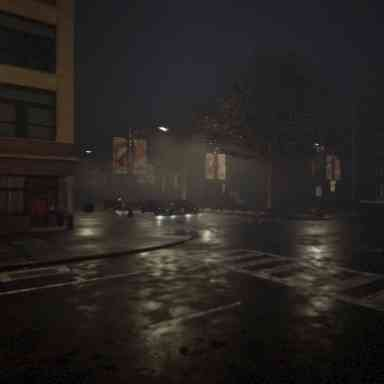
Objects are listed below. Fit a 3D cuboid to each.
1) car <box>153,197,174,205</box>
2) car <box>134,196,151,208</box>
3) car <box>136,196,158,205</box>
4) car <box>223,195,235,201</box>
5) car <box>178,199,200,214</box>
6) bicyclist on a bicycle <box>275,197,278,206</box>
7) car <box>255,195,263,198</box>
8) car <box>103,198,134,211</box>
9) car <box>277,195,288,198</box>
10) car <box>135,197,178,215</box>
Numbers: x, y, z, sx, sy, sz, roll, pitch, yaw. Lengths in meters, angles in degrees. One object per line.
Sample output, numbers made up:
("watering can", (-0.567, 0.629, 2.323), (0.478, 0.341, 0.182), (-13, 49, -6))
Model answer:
("car", (-5.345, 1.576, 61.922), (1.994, 1.385, 4.181), (0, 0, -36))
("car", (-6.961, 1.608, 44.400), (1.895, 1.301, 4.718), (0, 0, -35))
("car", (-8.183, 1.488, 59.873), (1.882, 1.535, 5.008), (0, 0, -36))
("car", (7.789, 1.432, 76.731), (2.161, 1.482, 4.786), (0, 0, -36))
("car", (-1.110, 1.512, 36.250), (1.837, 1.490, 4.892), (0, 0, -36))
("bicyclist on a bicycle", (12.527, 1.315, 50.635), (1.656, 1.620, 0.582), (0, 0, -36))
("car", (17.430, 1.486, 83.196), (1.895, 1.301, 4.718), (0, 0, -36))
("car", (-9.669, 1.498, 42.172), (2.128, 1.511, 4.902), (0, 0, -36))
("car", (18.278, 1.341, 69.265), (2.002, 1.452, 4.674), (0, 0, -36))
("car", (-3.675, 1.532, 33.814), (1.812, 1.442, 4.674), (0, 0, -35))
